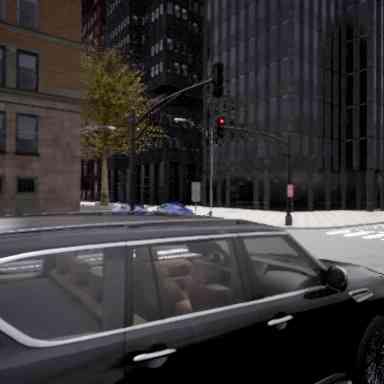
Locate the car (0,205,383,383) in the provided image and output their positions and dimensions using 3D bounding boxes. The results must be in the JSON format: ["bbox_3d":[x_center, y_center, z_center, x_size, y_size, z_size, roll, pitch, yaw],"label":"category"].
[{"bbox_3d":[0.019,1.233,3.448,5.566,2.045,2.150,1,0,-36],"label":"car"}]

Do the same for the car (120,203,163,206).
[{"bbox_3d":[-4.315,1.577,24.342,1.812,1.442,4.674,0,0,-36],"label":"car"}]

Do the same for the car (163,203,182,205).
[{"bbox_3d":[-1.679,1.594,26.192,1.812,1.442,4.674,1,0,-36],"label":"car"}]
